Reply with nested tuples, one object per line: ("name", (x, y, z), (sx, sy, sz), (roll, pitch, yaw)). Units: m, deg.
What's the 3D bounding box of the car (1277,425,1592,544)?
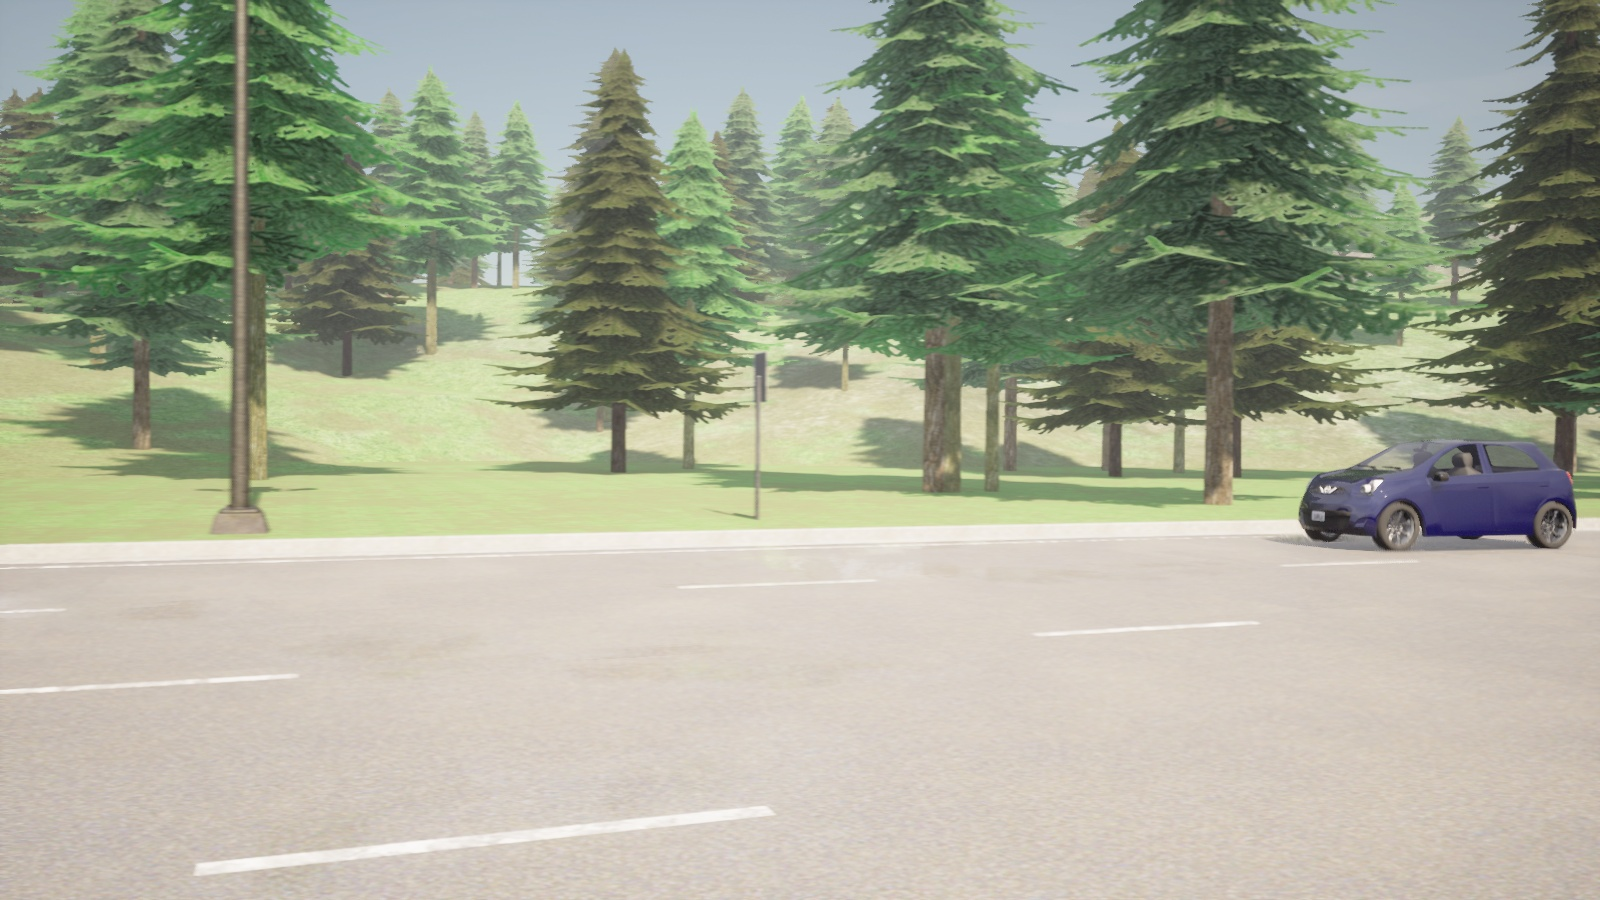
("car", (8.831, 0.421, 17.577), (3.633, 1.501, 1.845), (-1, 1, -15))
